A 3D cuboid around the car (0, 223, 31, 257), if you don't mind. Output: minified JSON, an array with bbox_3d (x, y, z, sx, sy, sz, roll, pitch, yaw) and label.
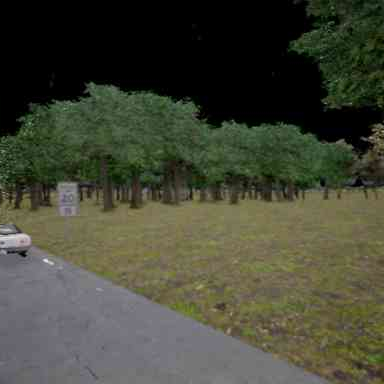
[{"bbox_3d":[-8.144,1.925,13.688,1.895,1.301,4.718,0,-1,-38],"label":"car"}]
